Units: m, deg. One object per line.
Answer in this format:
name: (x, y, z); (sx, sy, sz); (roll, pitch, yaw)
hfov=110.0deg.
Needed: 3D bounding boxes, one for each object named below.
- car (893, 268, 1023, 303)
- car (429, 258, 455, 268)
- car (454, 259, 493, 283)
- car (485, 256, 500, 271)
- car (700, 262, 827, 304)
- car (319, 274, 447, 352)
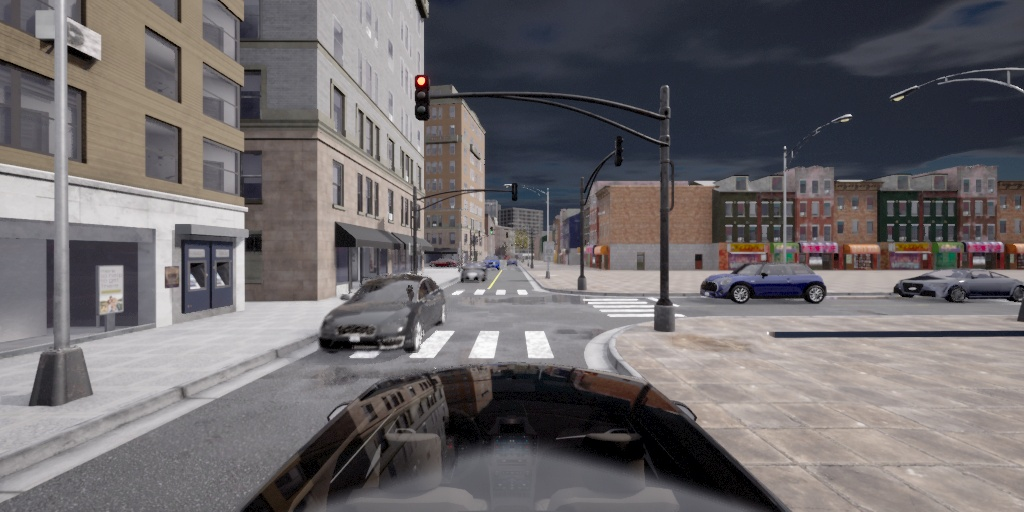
car: (19.420, 1.232, 15.617); (4.181, 1.385, 1.994); (0, 0, 0)
car: (-12.046, 1.171, 62.525); (4.553, 1.767, 2.097); (0, 0, 10)
car: (-2.885, 1.244, 28.052); (2.128, 1.511, 4.902); (0, 0, 0)
car: (-2.827, 0.988, 50.632); (2.150, 2.045, 5.566); (0, 0, 0)
car: (10.741, 1.053, 15.590); (4.553, 1.767, 2.097); (0, 0, 1)
car: (-2.860, 1.255, 8.938); (1.837, 1.490, 4.892); (0, 0, 0)
